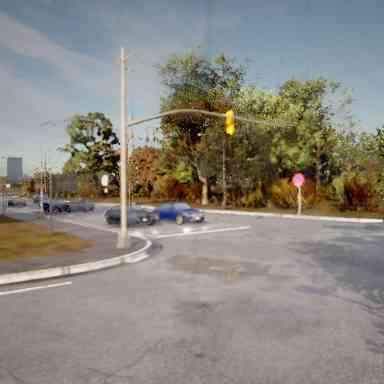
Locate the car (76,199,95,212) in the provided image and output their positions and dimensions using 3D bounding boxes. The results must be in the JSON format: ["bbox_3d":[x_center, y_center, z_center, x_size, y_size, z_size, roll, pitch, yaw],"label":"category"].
[{"bbox_3d":[-12.771,1.511,38.100,1.895,1.301,4.718,-1,0,-39],"label":"car"}]

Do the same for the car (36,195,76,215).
[{"bbox_3d":[-13.986,1.414,34.018,1.882,1.535,5.008,-1,0,-39],"label":"car"}]

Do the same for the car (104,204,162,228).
[{"bbox_3d":[-4.082,1.493,21.665,1.994,1.385,4.181,-1,0,-39],"label":"car"}]

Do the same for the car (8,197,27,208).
[{"bbox_3d":[-25.583,1.506,48.629,1.812,1.442,4.674,-1,0,-39],"label":"car"}]

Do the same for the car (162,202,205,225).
[{"bbox_3d":[-1.039,1.428,23.470,1.812,1.442,4.674,-1,0,-37],"label":"car"}]

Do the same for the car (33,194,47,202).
[{"bbox_3d":[-22.875,0.991,50.841,2.097,1.767,4.553,-1,0,-39],"label":"car"}]
